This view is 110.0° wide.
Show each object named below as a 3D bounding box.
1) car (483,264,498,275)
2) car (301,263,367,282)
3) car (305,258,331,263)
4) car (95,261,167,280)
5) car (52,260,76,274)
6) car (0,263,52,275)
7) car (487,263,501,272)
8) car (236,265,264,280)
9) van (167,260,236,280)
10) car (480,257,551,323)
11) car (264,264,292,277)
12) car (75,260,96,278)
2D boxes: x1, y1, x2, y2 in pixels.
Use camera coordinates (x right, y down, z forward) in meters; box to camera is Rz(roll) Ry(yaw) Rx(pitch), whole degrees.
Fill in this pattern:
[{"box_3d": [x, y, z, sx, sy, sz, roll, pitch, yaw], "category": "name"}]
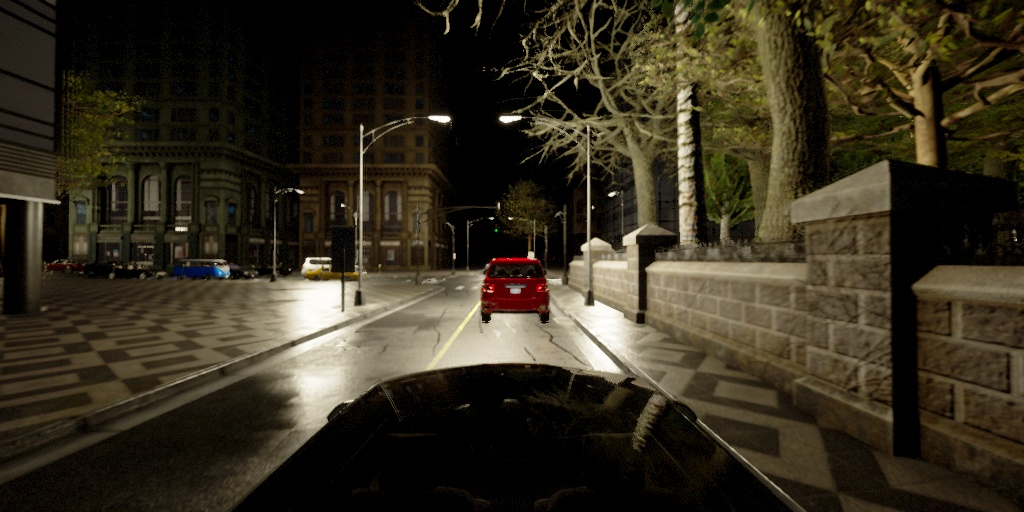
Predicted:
[{"box_3d": [-3.115, 1.831, 51.132, 2.033, 1.411, 5.357, 0, 0, -4], "category": "car"}, {"box_3d": [-14.939, 1.501, 30.449, 4.829, 1.417, 1.751, 0, 0, 0], "category": "car"}, {"box_3d": [-16.369, 1.217, 33.134, 5.566, 2.045, 2.150, 1, -1, 1], "category": "car"}, {"box_3d": [-31.968, 1.335, 30.551, 4.403, 1.370, 2.007, 0, 0, 0], "category": "car"}, {"box_3d": [-48.781, 1.092, 39.179, 4.097, 1.591, 1.967, 0, 0, 0], "category": "car"}, {"box_3d": [-43.038, 1.155, 30.618, 4.829, 1.417, 1.751, 0, 0, 0], "category": "car"}, {"box_3d": [-3.056, 1.888, 61.166, 2.033, 1.411, 5.357, 0, 0, 1], "category": "car"}, {"box_3d": [-26.603, 1.431, 33.193, 5.357, 1.411, 2.033, 1, -1, 1], "category": "car"}, {"box_3d": [-26.350, 1.196, 30.517, 3.998, 1.789, 1.690, 0, 0, 0], "category": "van"}, {"box_3d": [0.105, 1.110, 12.908, 2.150, 2.045, 5.566, 0, -1, 0], "category": "car"}, {"box_3d": [-26.309, 1.525, 39.042, 4.313, 1.339, 1.948, 0, 0, 0], "category": "car"}, {"box_3d": [-36.609, 1.247, 33.266, 4.902, 1.511, 2.128, 1, -1, 1], "category": "car"}]
